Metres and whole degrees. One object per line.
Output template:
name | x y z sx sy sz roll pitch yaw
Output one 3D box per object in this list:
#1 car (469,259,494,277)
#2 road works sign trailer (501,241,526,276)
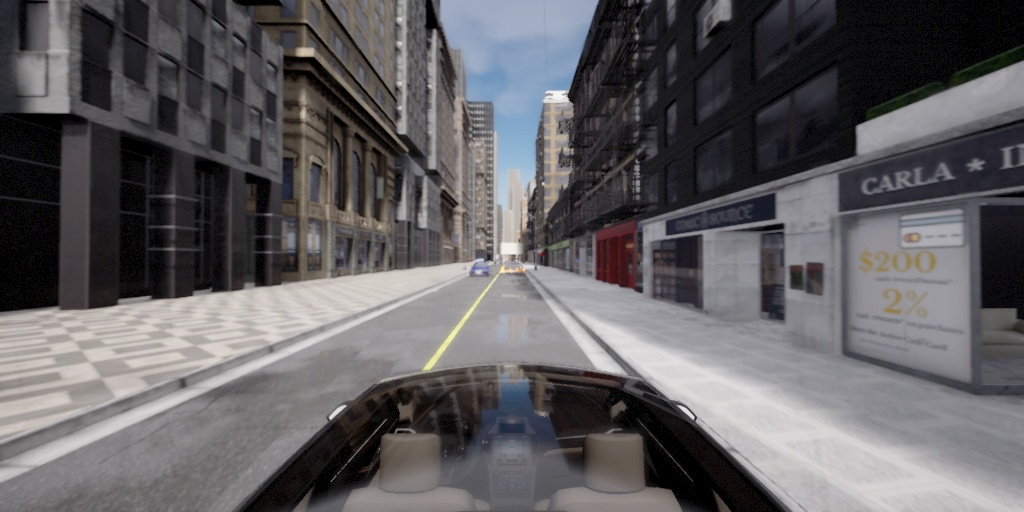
car | -3.087 1.304 35.493 1.812 1.442 4.674 0 0 0
road works sign trailer | 0.008 0.245 37.466 2.380 3.560 2.880 0 0 0
